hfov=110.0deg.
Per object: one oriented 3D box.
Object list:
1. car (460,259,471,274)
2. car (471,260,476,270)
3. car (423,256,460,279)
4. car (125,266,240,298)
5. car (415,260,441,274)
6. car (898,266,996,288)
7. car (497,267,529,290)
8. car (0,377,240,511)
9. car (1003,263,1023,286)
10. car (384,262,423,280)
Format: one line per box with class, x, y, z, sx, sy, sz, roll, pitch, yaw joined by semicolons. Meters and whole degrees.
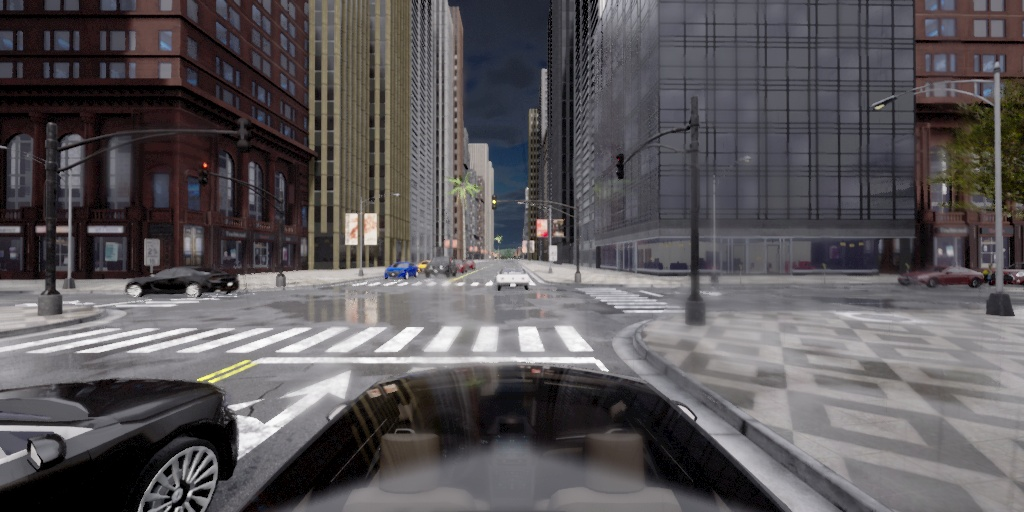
car;-6.676;1.186;43.583;2.097;1.767;4.553;0;0;0
car;-6.697;1.354;55.018;1.882;1.535;5.008;0;0;0
car;-6.674;1.028;34.333;2.150;2.045;5.566;0;0;0
car;-16.721;1.299;18.267;5.008;1.535;1.882;-1;-1;3
car;-9.927;1.308;42.563;1.882;1.535;5.008;0;0;0
car;26.418;1.269;22.078;4.207;1.307;1.802;0;0;-1
car;0.045;1.384;23.019;1.895;1.301;4.718;0;0;0
car;-3.138;1.242;0.967;2.128;1.511;4.902;0;0;-1
car;32.056;1.111;22.178;4.097;1.591;1.967;0;0;-1
car;-9.916;1.280;32.435;1.882;1.535;5.008;0;0;0
